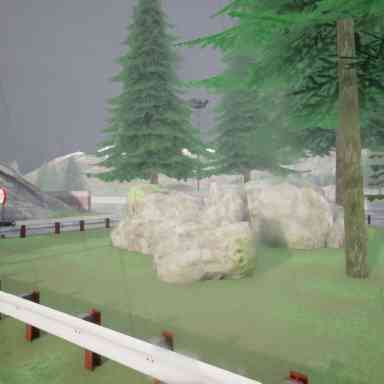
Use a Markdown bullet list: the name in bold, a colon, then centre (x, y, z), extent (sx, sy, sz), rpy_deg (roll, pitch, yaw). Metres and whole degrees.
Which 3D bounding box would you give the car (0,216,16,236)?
- **car**: centre (-10.795, 1.358, 15.636), extent (5.357, 1.411, 2.033), rpy_deg (0, 0, 23)
